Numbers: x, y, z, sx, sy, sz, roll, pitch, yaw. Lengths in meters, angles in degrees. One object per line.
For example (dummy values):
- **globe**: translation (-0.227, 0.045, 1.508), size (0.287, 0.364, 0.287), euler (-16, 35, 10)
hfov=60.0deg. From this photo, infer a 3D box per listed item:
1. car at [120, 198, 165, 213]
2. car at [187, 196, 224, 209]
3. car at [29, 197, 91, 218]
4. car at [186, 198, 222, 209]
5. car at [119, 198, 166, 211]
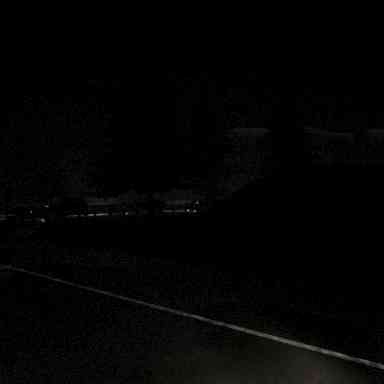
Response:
- **car**: translation (-5.147, 1.406, 35.766), size (4.902, 1.511, 2.128), euler (0, 0, -42)
- **car**: translation (1.779, 1.276, 41.503), size (4.553, 1.767, 2.097), euler (0, 0, -35)
- **car**: translation (-11.353, 1.260, 29.351), size (2.097, 1.767, 4.553), euler (0, 0, 41)
- **car**: translation (1.668, 1.514, 45.751), size (4.718, 1.301, 1.895), euler (0, 0, -35)
- **car**: translation (-5.898, 1.448, 39.863), size (5.357, 1.411, 2.033), euler (0, 0, -42)
